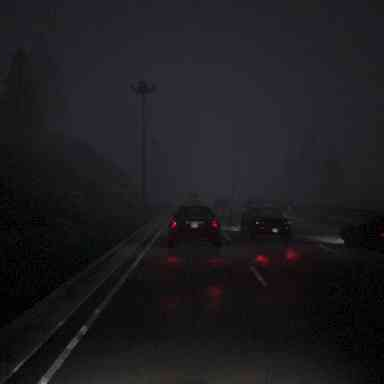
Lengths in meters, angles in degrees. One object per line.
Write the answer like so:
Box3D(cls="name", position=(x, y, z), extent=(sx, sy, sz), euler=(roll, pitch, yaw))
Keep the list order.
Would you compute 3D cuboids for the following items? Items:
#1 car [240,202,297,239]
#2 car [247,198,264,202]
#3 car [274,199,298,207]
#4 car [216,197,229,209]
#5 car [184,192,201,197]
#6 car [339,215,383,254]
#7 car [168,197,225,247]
Box3D(cls="car", position=(3.600, 1.466, 16.700), extent=(1.812, 1.442, 4.674), euler=(0, 0, 0))
Box3D(cls="car", position=(7.102, 1.413, 37.594), extent=(2.033, 1.411, 5.357), euler=(0, 0, 0))
Box3D(cls="car", position=(10.600, 1.463, 38.504), extent=(1.895, 1.301, 4.718), euler=(0, 0, 0))
Box3D(cls="car", position=(3.600, 1.340, 42.195), extent=(2.128, 1.511, 4.902), euler=(0, 0, 0))
Box3D(cls="car", position=(0.100, 1.052, 46.977), extent=(2.150, 2.045, 5.566), euler=(0, 0, 0))
Box3D(cls="car", position=(7.105, 1.506, 11.538), extent=(2.033, 1.411, 5.357), euler=(0, 0, 0))
Box3D(cls="car", position=(0.102, 1.299, 14.888), extent=(2.097, 1.767, 4.553), euler=(0, 0, 0))
